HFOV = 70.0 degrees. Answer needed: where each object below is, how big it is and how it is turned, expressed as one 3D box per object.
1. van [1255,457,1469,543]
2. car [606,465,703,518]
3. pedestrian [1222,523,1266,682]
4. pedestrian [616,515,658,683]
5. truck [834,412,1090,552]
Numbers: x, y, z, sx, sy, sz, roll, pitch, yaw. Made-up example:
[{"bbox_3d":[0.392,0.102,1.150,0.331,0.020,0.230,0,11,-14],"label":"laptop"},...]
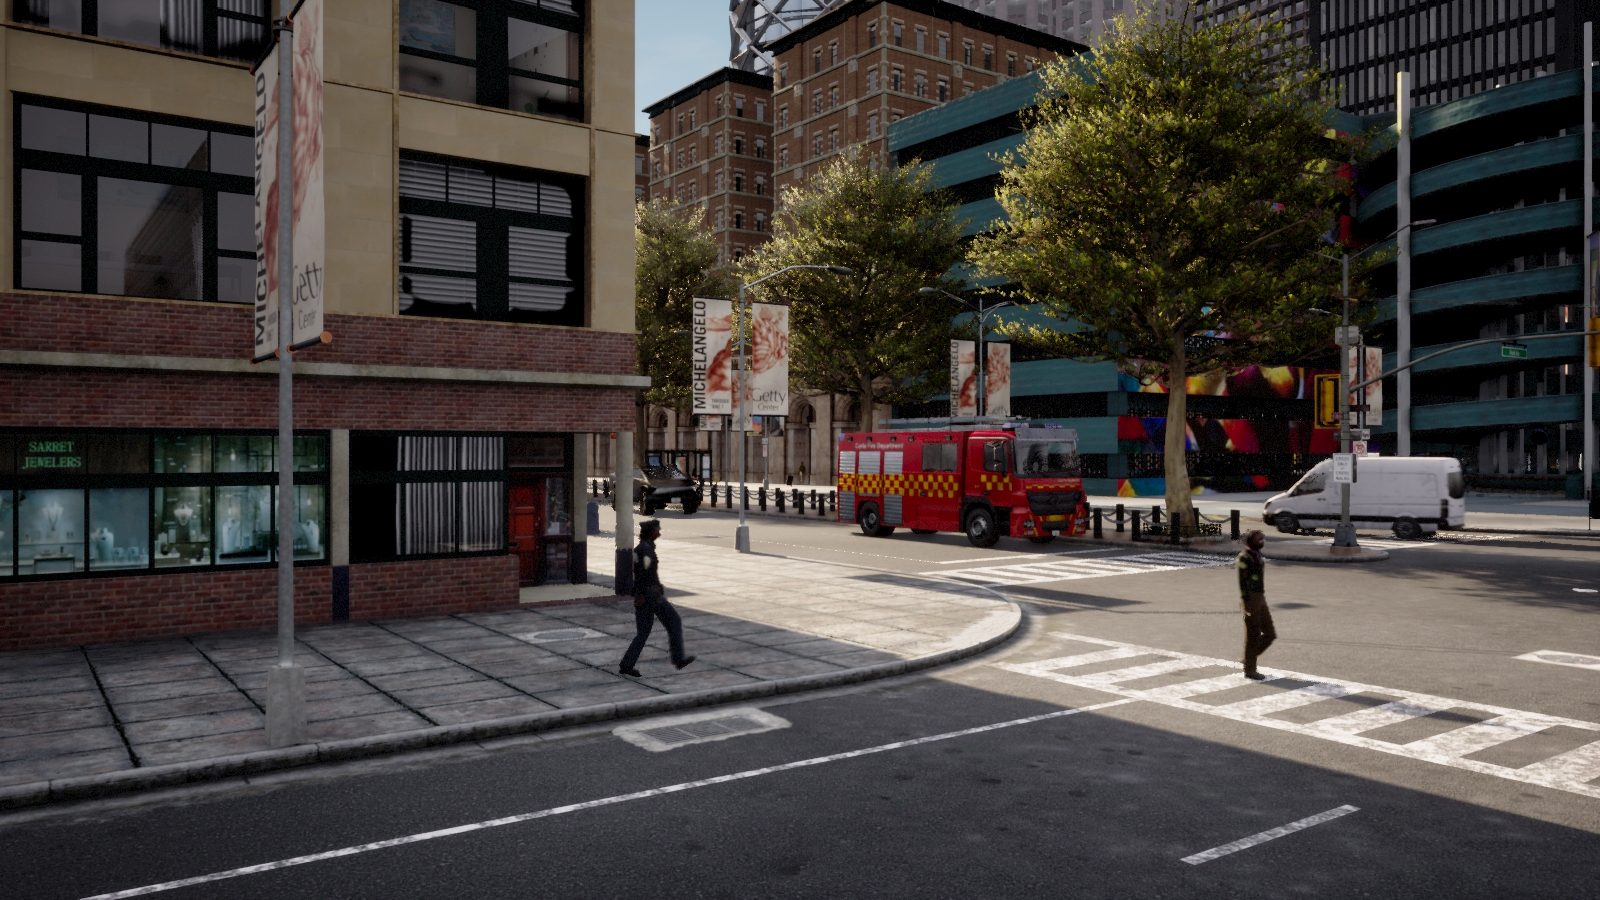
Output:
[{"bbox_3d":[18.114,1.520,37.104,5.915,2.561,1.988,0,0,45],"label":"van"},{"bbox_3d":[-6.499,1.744,50.355,2.390,2.098,6.274,0,0,-26],"label":"car"},{"bbox_3d":[5.421,1.844,13.953,0.375,1.860,0.375,0,0,44],"label":"pedestrian"},{"bbox_3d":[-1.876,1.693,13.135,0.375,1.860,0.375,0,0,-30],"label":"pedestrian"},{"bbox_3d":[4.745,0.881,35.550,2.891,3.827,8.468,0,0,-35],"label":"truck"}]
